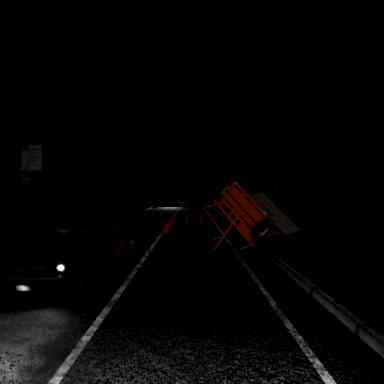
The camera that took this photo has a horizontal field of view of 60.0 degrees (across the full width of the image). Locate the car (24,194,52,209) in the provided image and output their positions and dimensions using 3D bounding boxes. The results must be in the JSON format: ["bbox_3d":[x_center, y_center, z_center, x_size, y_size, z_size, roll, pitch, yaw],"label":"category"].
[{"bbox_3d":[-21.862,1.385,44.465,4.553,1.767,2.185,0,0,0],"label":"car"}]

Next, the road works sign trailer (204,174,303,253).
[{"bbox_3d":[2.376,1.056,12.674,3.560,2.880,2.380,-5,45,-44],"label":"road works sign trailer"}]

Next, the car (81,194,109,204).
[{"bbox_3d":[-21.876,1.552,75.097,5.566,2.045,2.435,0,-1,0],"label":"car"}]

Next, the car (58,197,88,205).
[{"bbox_3d":[-21.867,1.688,61.172,4.792,1.488,2.163,0,-1,0],"label":"car"}]

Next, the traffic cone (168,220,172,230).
[{"bbox_3d":[-1.367,1.939,17.820,0.340,0.580,0.340,0,0,0],"label":"traffic cone"}]

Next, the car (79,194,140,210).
[{"bbox_3d":[-8.849,1.207,36.089,5.566,2.045,2.435,0,0,0],"label":"car"}]

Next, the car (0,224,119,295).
[{"bbox_3d":[-3.343,1.593,8.789,1.895,1.301,4.718,0,0,0],"label":"car"}]

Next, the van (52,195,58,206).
[{"bbox_3d":[-22.008,1.306,47.246,4.442,1.987,1.878,0,0,0],"label":"van"}]

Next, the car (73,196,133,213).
[{"bbox_3d":[-8.818,1.450,33.286,4.892,1.521,2.231,0,0,0],"label":"car"}]

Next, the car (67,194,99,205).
[{"bbox_3d":[-21.872,1.460,66.742,5.566,2.045,2.435,0,-1,0],"label":"car"}]

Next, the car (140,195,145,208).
[{"bbox_3d":[-8.821,1.490,41.691,4.892,1.521,2.231,0,0,0],"label":"car"}]

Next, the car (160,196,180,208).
[{"bbox_3d":[-3.309,1.663,50.831,1.994,1.385,4.181,0,-1,0],"label":"car"}]

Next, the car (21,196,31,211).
[{"bbox_3d":[-21.899,1.513,38.895,4.674,1.452,2.002,0,0,0],"label":"car"}]

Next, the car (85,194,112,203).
[{"bbox_3d":[-21.879,1.585,77.759,5.566,2.045,2.435,0,-1,0],"label":"car"}]

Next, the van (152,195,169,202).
[{"bbox_3d":[-8.720,1.786,92.148,4.442,1.987,1.878,0,-1,0],"label":"van"}]

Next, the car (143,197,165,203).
[{"bbox_3d":[-8.857,1.869,78.130,4.792,1.488,2.163,0,-1,0],"label":"car"}]

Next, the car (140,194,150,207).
[{"bbox_3d":[-8.841,1.259,44.499,5.566,2.045,2.435,0,0,0],"label":"car"}]

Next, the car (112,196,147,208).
[{"bbox_3d":[-8.780,1.407,47.298,4.553,1.767,2.185,0,-1,0],"label":"car"}]

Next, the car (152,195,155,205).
[{"bbox_3d":[-8.806,1.584,52.905,4.892,1.521,2.231,0,-1,0],"label":"car"}]

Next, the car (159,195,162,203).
[{"bbox_3d":[-8.845,1.408,61.317,5.566,2.045,2.435,0,-1,0],"label":"car"}]

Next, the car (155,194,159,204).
[{"bbox_3d":[-8.809,1.634,58.511,5.008,1.535,2.097,0,-1,0],"label":"car"}]

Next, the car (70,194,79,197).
[{"bbox_3d":[-21.707,1.605,55.601,5.366,1.575,1.946,0,-1,0],"label":"car"}]

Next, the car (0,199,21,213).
[{"bbox_3d":[-21.905,1.458,36.109,5.008,1.535,2.097,0,0,0],"label":"car"}]

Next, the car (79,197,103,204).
[{"bbox_3d":[-21.901,1.809,72.187,4.674,1.452,2.002,0,-1,0],"label":"car"}]

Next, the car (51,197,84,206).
[{"bbox_3d":[-21.889,1.633,58.387,5.008,1.535,2.097,0,-1,0],"label":"car"}]

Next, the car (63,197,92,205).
[{"bbox_3d":[-21.927,1.714,63.957,4.792,1.488,2.163,0,-1,0],"label":"car"}]

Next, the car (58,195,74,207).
[{"bbox_3d":[-21.889,1.623,52.816,4.674,1.452,2.002,0,-1,0],"label":"car"}]

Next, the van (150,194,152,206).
[{"bbox_3d":[-8.696,1.332,50.103,4.442,1.987,1.878,0,-1,0],"label":"van"}]

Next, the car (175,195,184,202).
[{"bbox_3d":[-3.186,2.038,90.934,1.837,1.490,4.892,0,-1,0],"label":"car"}]

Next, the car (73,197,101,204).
[{"bbox_3d":[-21.896,1.741,69.526,5.008,1.535,2.097,0,-1,0],"label":"car"}]
